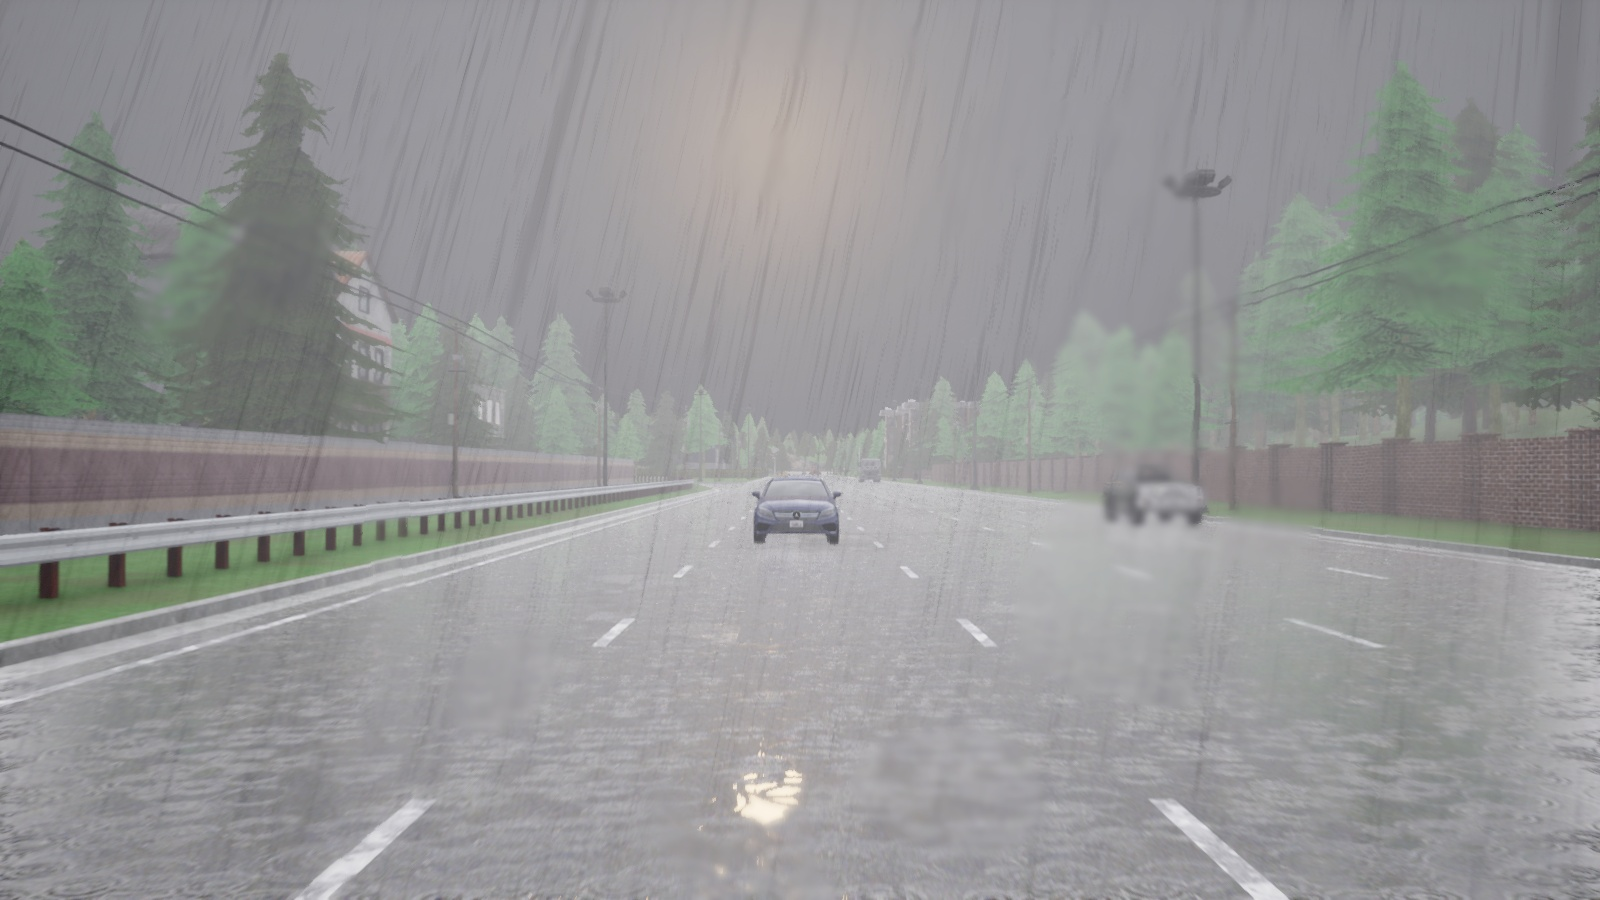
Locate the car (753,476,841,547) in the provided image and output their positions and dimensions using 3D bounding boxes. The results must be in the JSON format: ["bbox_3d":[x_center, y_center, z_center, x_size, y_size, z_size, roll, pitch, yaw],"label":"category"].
[{"bbox_3d":[-0.067,1.311,28.121,1.812,1.442,4.674,0,-1,0],"label":"car"}]

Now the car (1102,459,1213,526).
[{"bbox_3d":[10.410,1.208,36.946,1.932,1.855,4.605,0,-1,0],"label":"car"}]
